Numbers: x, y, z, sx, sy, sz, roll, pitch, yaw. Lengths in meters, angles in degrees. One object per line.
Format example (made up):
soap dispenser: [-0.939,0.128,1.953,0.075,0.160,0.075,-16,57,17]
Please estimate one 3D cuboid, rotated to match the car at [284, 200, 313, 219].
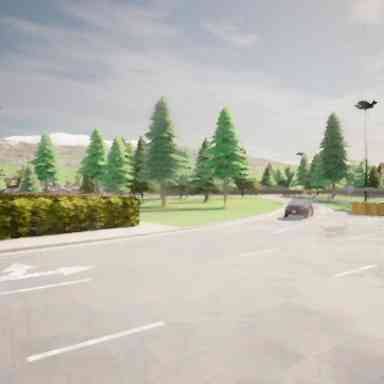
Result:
car: [9.009,1.382,27.937,1.812,1.442,4.674,0,0,27]
